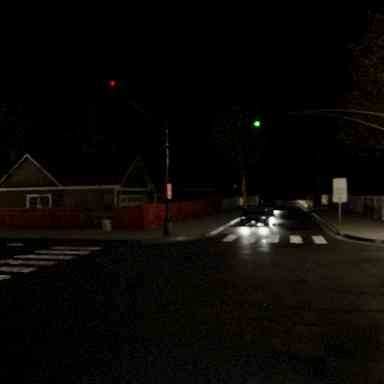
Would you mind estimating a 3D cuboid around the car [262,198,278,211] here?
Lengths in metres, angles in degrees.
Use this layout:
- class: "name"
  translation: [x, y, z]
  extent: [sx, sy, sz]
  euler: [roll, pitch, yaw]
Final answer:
- class: "car"
  translation: [10.388, 1.627, 44.268]
  extent: [1.837, 1.490, 4.892]
  euler: [-1, 0, 16]

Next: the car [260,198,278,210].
- class: "car"
  translation: [7.512, 1.593, 34.313]
  extent: [2.128, 1.511, 4.902]
  euler: [-1, 0, 16]

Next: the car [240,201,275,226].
- class: "car"
  translation: [4.803, 1.630, 24.726]
  extent: [2.033, 1.411, 5.357]
  euler: [-1, 0, 16]
